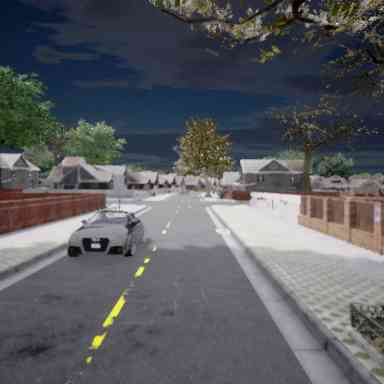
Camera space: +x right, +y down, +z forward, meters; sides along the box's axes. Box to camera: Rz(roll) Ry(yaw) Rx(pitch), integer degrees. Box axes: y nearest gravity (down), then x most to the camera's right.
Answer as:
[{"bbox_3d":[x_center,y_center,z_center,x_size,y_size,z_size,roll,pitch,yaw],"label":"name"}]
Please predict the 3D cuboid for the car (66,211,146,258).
[{"bbox_3d":[-2.848,1.372,11.812,1.994,1.385,4.181,0,1,0],"label":"car"}]

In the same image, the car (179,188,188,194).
[{"bbox_3d":[-2.336,-0.300,88.028,2.097,1.767,4.553,0,1,3],"label":"car"}]
